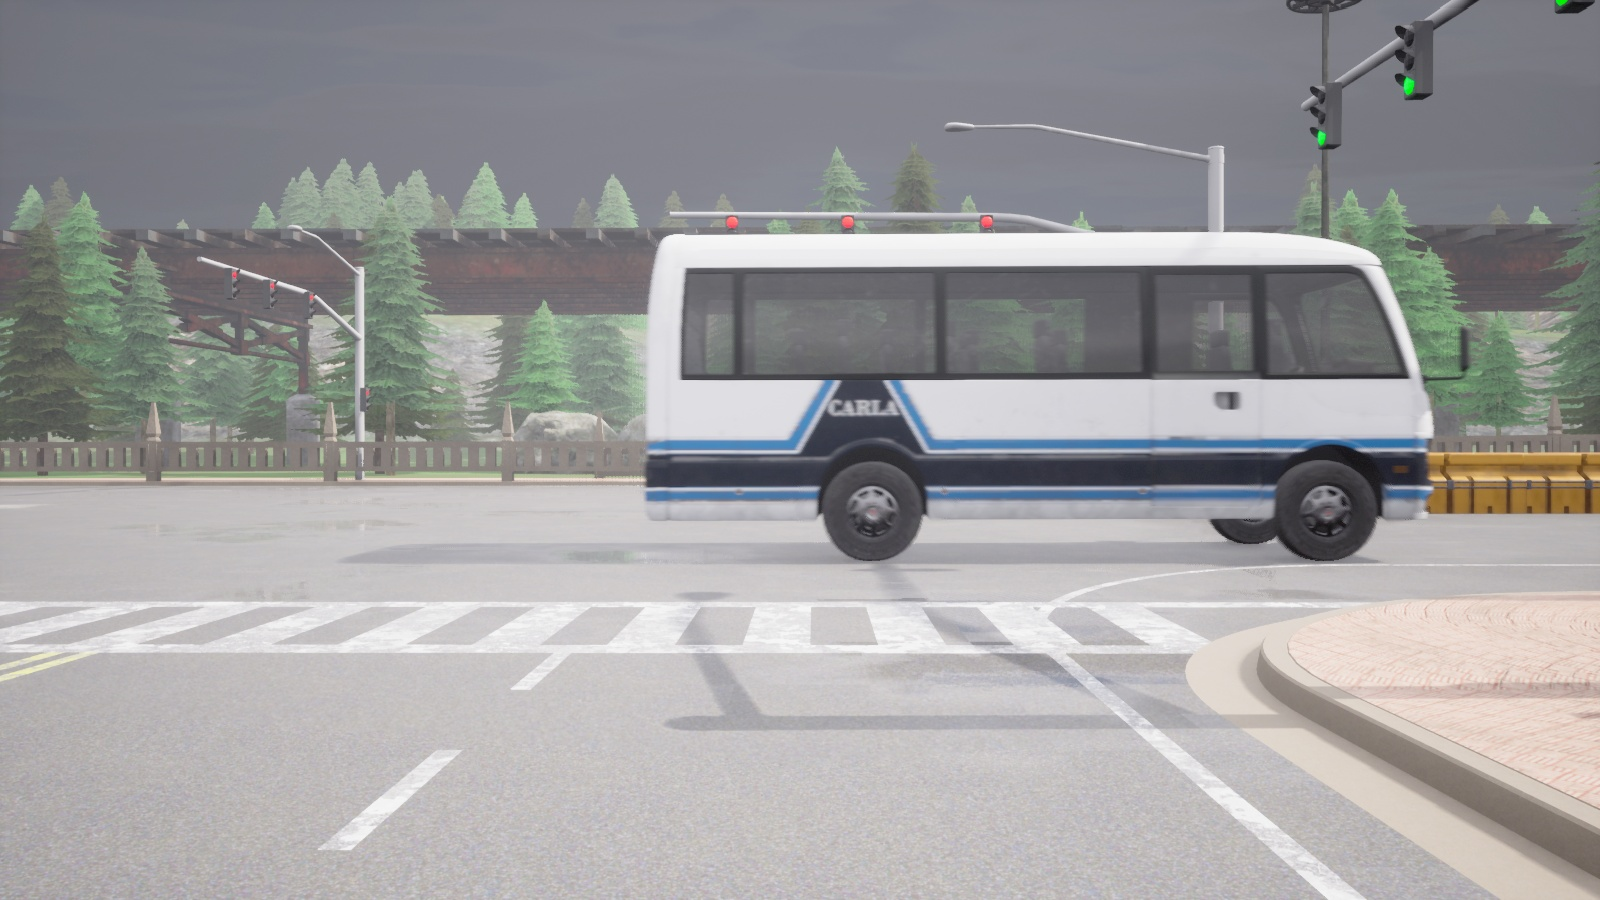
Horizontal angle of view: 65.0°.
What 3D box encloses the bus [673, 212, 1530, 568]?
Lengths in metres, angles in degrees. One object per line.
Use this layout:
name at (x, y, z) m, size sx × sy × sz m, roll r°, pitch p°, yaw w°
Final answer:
bus at (3.627, -0.723, 17.063) m, size 10.273 × 4.253 × 3.944 m, roll 0°, pitch 0°, yaw 1°
